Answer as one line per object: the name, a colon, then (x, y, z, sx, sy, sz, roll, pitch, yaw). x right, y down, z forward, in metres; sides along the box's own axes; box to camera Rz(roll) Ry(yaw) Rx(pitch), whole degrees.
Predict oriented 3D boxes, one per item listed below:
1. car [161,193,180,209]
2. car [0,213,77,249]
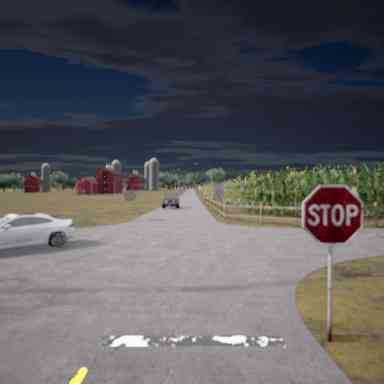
car: (-2.731, 1.142, 43.662, 2.150, 2.045, 5.566, 0, 0, 0)
car: (-7.108, 1.604, 13.523, 4.674, 1.442, 1.812, -1, 2, -42)
